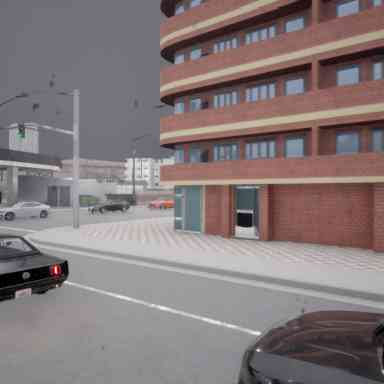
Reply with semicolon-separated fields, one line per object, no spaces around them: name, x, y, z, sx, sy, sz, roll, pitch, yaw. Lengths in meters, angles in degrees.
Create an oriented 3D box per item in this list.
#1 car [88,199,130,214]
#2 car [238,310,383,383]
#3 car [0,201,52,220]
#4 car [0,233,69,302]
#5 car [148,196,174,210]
car;-8.853;1.509;35.693;2.128;1.511;4.902;0;0;35
car;2.641;1.514;2.111;4.892;1.490;1.837;0;0;35
car;-14.142;1.523;27.958;1.812;1.442;4.674;0;0;34
car;-4.939;1.599;7.503;4.718;1.301;1.895;0;0;36
car;-3.678;1.391;43.191;2.097;1.767;4.553;0;0;35
